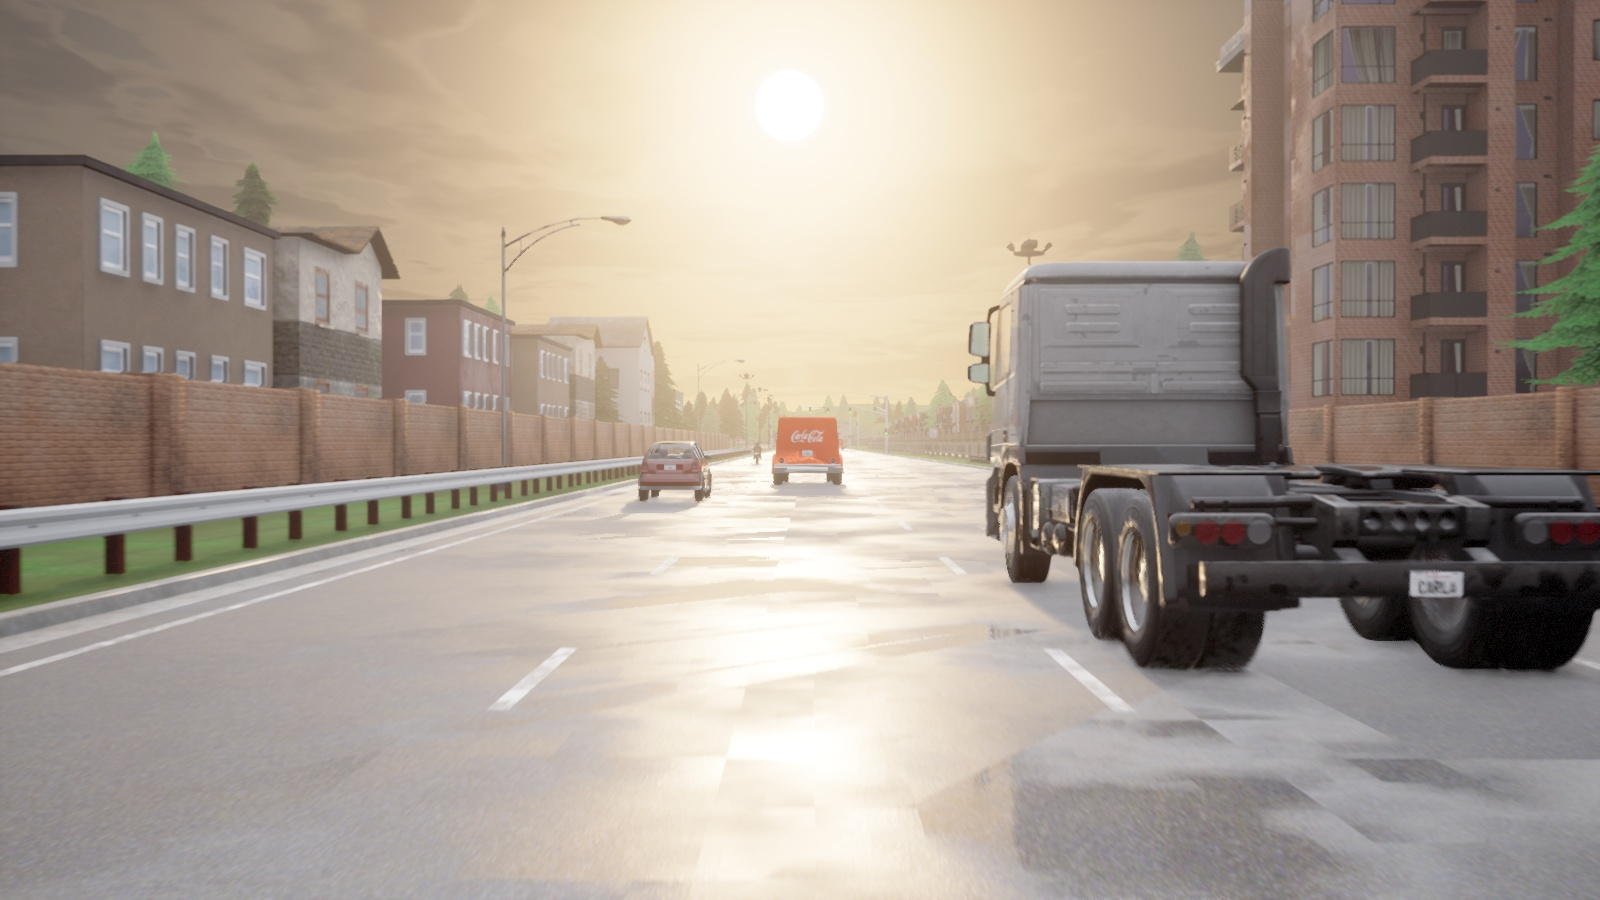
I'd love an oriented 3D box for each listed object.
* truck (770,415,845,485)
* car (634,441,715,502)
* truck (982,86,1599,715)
[{"bbox_3d":[0.282,-0.003,46.880,2.627,2.467,5.204,0,0,0],"label":"truck"},{"bbox_3d":[-3.294,0.534,33.589,1.789,1.549,3.705,0,0,0],"label":"car"},{"bbox_3d":[3.578,-0.294,10.893,2.891,3.462,7.936,0,0,0],"label":"truck"}]
